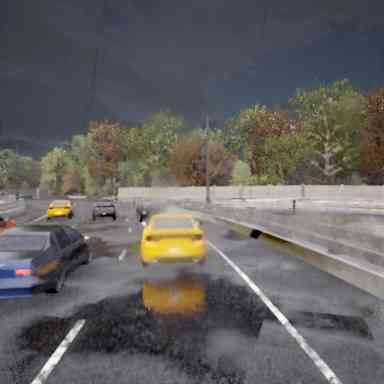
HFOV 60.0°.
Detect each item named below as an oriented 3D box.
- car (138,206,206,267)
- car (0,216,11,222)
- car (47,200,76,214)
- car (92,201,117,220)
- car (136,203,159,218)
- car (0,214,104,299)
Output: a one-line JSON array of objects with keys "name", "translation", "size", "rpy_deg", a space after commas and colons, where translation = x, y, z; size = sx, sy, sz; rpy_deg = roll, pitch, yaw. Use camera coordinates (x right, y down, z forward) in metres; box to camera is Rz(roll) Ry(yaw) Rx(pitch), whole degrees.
[{"name": "car", "translation": [-0.714, 1.456, 11.460], "size": [1.882, 1.535, 5.008], "rpy_deg": [0, 0, -6]}, {"name": "car", "translation": [-7.805, 1.359, 11.845], "size": [2.097, 1.767, 4.553], "rpy_deg": [0, 0, -6]}, {"name": "car", "translation": [-11.124, 1.463, 28.578], "size": [1.882, 1.535, 5.008], "rpy_deg": [0, 0, -15]}, {"name": "car", "translation": [-7.294, 1.463, 27.752], "size": [2.128, 1.511, 4.902], "rpy_deg": [0, 0, -14]}, {"name": "car", "translation": [-3.487, 1.557, 26.999], "size": [1.895, 1.301, 4.718], "rpy_deg": [0, 0, -14]}, {"name": "car", "translation": [-3.917, 1.546, 8.609], "size": [2.033, 1.411, 5.357], "rpy_deg": [0, 0, -4]}]
